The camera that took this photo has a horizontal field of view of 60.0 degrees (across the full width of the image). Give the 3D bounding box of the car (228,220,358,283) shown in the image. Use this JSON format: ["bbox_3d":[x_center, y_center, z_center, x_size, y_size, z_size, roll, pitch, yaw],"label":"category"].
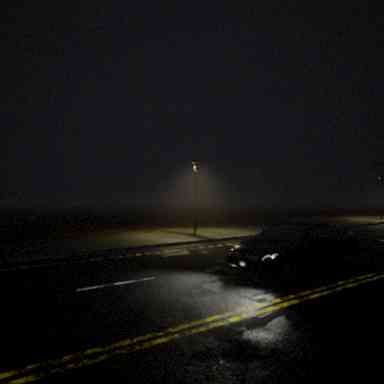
[{"bbox_3d":[3.201,1.598,10.018,4.674,1.442,1.812,0,0,-36],"label":"car"}]
